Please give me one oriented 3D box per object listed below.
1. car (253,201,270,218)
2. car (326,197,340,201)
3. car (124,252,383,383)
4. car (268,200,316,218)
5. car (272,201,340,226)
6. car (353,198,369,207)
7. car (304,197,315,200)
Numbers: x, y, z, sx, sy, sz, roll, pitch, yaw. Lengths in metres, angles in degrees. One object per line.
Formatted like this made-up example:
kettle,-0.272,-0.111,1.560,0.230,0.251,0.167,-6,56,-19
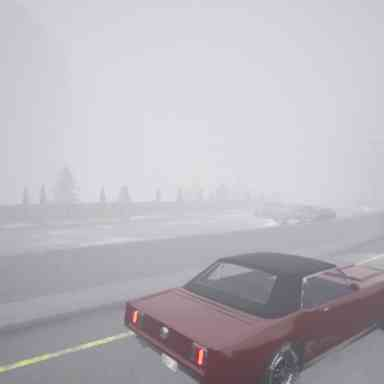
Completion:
car,7.486,1.601,31.217,1.837,1.490,4.892,0,0,37
car,26.793,1.635,63.252,1.882,1.535,5.008,0,0,15
car,1.498,1.617,5.094,4.718,1.301,1.895,0,0,-38
car,8.090,1.603,26.377,1.812,1.442,4.674,0,0,40
car,7.205,1.549,20.144,2.128,1.511,4.902,0,0,43
car,28.293,1.739,55.805,1.895,1.301,4.718,0,0,19
car,24.275,1.752,68.201,1.895,1.301,4.718,0,0,12
